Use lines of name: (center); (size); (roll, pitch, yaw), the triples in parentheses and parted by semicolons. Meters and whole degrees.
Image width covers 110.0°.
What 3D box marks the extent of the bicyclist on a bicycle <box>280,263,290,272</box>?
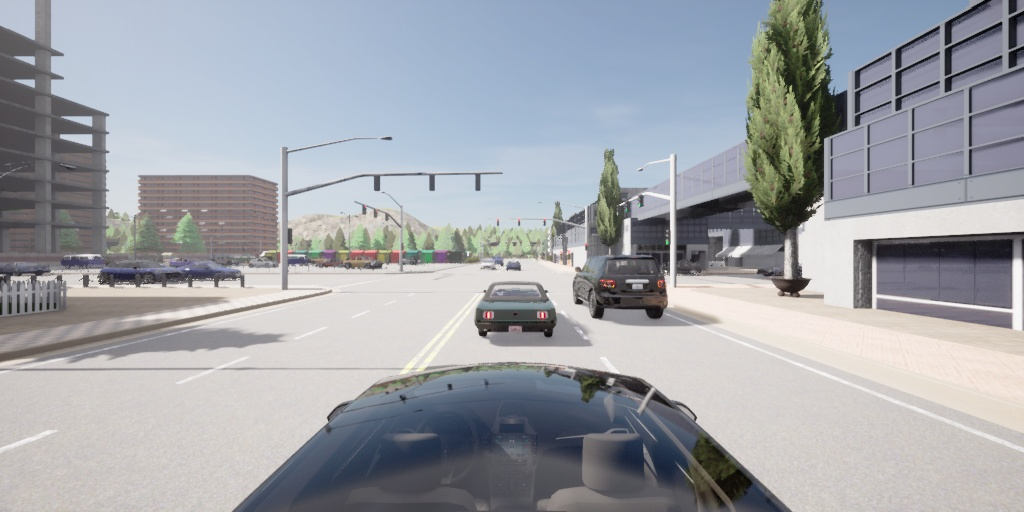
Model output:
bicyclist on a bicycle: (-25.259, 1.052, 39.874); (0.582, 1.620, 1.656); (0, 0, 0)

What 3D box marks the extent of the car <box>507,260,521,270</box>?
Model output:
car: (0.252, 1.313, 51.009); (1.994, 1.385, 4.181); (0, 0, 1)

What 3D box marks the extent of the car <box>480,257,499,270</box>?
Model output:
car: (-3.430, 1.275, 51.503); (1.812, 1.442, 4.674); (0, 0, 3)

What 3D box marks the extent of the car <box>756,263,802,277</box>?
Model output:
car: (25.684, 1.297, 33.066); (5.357, 1.411, 2.033); (0, 0, 1)

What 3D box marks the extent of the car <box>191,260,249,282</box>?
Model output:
car: (-24.450, 1.275, 28.908); (4.674, 1.442, 1.812); (0, 0, 0)

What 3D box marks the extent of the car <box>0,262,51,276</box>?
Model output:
car: (-49.996, 1.297, 36.100); (5.357, 1.411, 2.033); (0, 0, 1)

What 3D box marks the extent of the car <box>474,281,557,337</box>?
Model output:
car: (0.105, 1.351, 10.236); (1.895, 1.301, 4.718); (0, 0, 1)

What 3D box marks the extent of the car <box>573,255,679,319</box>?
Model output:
car: (3.625, 0.971, 12.961); (2.150, 2.045, 5.566); (0, 0, 1)

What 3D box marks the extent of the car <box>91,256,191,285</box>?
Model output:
car: (-26.132, 1.101, 25.393); (4.553, 1.767, 2.097); (0, 0, 0)

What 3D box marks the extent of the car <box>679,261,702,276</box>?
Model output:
car: (16.707, 1.254, 36.648); (4.892, 1.490, 1.837); (0, 0, 1)
